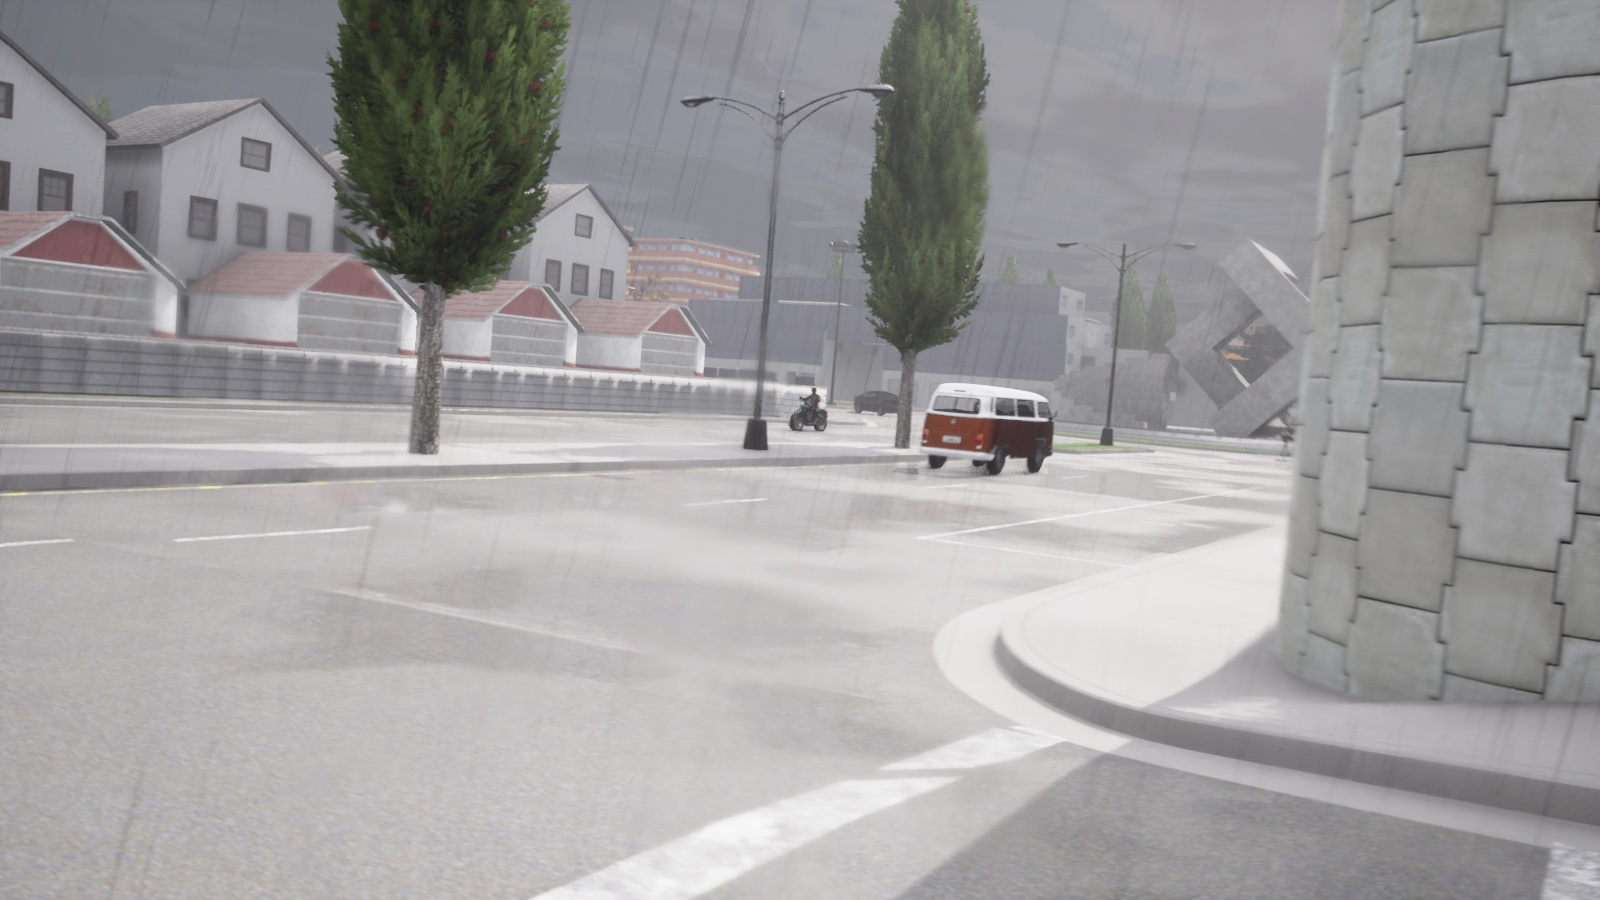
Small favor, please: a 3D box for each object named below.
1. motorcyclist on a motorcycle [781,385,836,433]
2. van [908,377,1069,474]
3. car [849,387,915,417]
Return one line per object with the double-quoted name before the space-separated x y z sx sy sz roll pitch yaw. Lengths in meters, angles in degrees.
"motorcyclist on a motorcycle" 0.306 -1.468 45.007 0.766 1.649 2.350 5 4 31
"van" 4.613 -0.602 30.167 2.069 2.038 4.480 5 4 32
"car" 5.029 -2.994 77.604 1.882 1.535 5.008 2 3 -24
